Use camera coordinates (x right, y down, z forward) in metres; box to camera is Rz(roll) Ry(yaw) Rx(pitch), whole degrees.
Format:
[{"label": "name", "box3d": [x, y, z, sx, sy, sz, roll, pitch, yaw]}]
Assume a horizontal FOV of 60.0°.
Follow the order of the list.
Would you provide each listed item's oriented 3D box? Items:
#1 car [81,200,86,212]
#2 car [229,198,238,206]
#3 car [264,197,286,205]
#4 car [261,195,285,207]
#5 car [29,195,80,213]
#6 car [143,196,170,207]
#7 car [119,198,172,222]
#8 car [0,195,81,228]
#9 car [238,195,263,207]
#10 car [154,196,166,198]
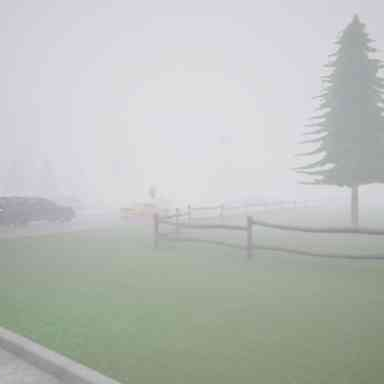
[{"label": "car", "box3d": [-14.742, 1.507, 38.782, 2.097, 1.767, 4.553, 0, 0, 35]}, {"label": "car", "box3d": [8.149, 1.675, 57.393, 1.994, 1.385, 4.181, 0, 0, 36]}, {"label": "car", "box3d": [15.460, 1.640, 61.576, 2.033, 1.411, 5.357, 0, 0, 36]}, {"label": "car", "box3d": [12.915, 1.643, 51.963, 1.994, 1.385, 4.181, 0, 0, 36]}, {"label": "car", "box3d": [-17.051, 1.393, 41.594, 2.150, 2.045, 5.566, 0, 0, 35]}, {"label": "car", "box3d": [-6.065, 1.520, 57.365, 2.097, 1.767, 4.553, 0, 0, 35]}, {"label": "car", "box3d": [-3.844, 1.563, 27.911, 1.882, 1.535, 5.008, 0, 0, 35]}, {"label": "car", "box3d": [-11.145, 1.325, 23.647, 2.150, 2.045, 5.566, 0, 0, 36]}, {"label": "car", "box3d": [9.709, 1.600, 53.506, 1.837, 1.490, 4.892, 0, 0, 36]}, {"label": "car", "box3d": [-5.345, 1.700, 52.321, 2.033, 1.411, 5.357, 0, 0, 35]}]
